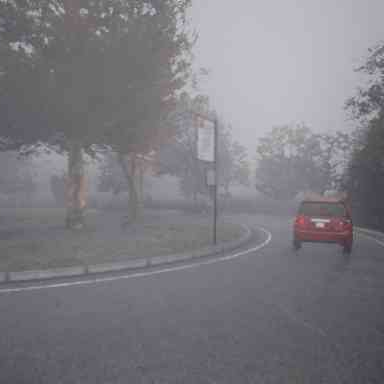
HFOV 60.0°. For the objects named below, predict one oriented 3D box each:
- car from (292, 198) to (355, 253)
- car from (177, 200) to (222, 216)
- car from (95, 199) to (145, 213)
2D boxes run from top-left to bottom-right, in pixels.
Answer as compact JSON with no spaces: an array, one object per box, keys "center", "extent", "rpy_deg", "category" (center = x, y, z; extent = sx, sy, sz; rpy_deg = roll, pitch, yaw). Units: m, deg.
[{"center":[5.775,1.302,14.544],"extent":[2.150,2.045,5.566],"rpy_deg":[1,0,25],"category":"car"},{"center":[0.657,1.553,33.418],"extent":[5.008,1.535,1.882],"rpy_deg":[0,0,40],"category":"car"},{"center":[-7.953,1.523,36.900],"extent":[5.357,1.411,2.033],"rpy_deg":[1,0,7],"category":"car"}]
